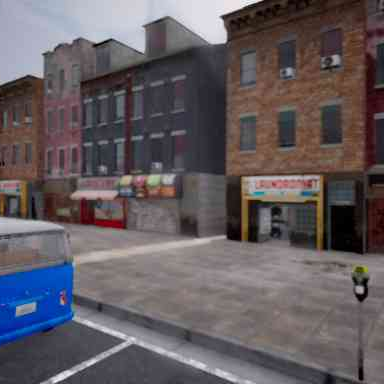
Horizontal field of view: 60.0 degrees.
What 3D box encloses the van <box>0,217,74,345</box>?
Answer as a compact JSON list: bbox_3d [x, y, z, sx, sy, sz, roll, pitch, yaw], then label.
[{"bbox_3d":[-3.675,1.278,5.441,3.998,1.788,1.690,1,0,36],"label":"van"}]
